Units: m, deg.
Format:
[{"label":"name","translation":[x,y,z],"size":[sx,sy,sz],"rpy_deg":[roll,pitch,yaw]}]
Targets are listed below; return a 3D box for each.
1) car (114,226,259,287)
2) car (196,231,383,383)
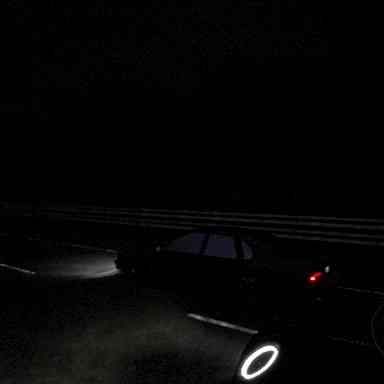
[{"label":"car","translation":[0.577,1.537,7.880],"size":[5.357,1.411,2.033],"rpy_deg":[0,0,35]},{"label":"car","translation":[2.513,1.355,2.201],"size":[4.553,1.767,2.097],"rpy_deg":[0,0,35]}]
